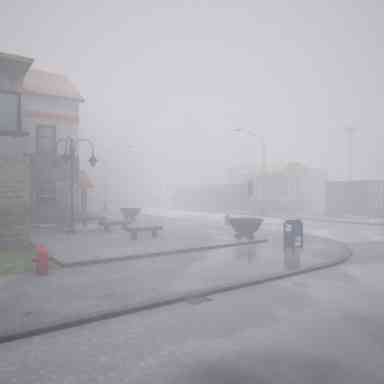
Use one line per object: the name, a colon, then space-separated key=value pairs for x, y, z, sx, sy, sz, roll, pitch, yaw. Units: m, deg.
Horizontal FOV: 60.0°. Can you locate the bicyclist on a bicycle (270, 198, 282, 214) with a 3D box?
bicyclist on a bicycle: x=8.091 y=1.349 z=32.036 sx=1.656 sy=1.620 sz=0.582 roll=0 pitch=0 yaw=-35
